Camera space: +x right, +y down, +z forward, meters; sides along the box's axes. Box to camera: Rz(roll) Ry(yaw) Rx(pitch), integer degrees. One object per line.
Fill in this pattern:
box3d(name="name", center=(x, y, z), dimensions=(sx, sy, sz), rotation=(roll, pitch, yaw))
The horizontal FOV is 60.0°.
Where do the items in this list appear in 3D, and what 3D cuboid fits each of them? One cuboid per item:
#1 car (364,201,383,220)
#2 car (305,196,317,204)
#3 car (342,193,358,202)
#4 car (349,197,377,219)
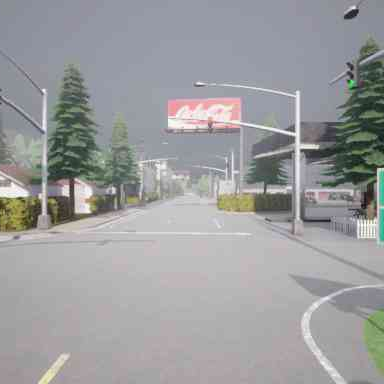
box3d(name="car", center=(18.704, 1.672, 30.605), dimensions=(4.611, 1.667, 2.242), rotation=(0, 0, 0))
box3d(name="car", center=(22.521, 1.552, 64.001), dimensions=(1.970, 1.475, 3.806), rotation=(0, 0, 0))
box3d(name="car", center=(34.927, 1.489, 71.789), dimensions=(2.007, 1.523, 4.514), rotation=(0, 0, 0))
box3d(name="car", center=(14.376, 1.505, 24.936), dimensions=(3.866, 1.878, 1.905), rotation=(0, 0, 0))
